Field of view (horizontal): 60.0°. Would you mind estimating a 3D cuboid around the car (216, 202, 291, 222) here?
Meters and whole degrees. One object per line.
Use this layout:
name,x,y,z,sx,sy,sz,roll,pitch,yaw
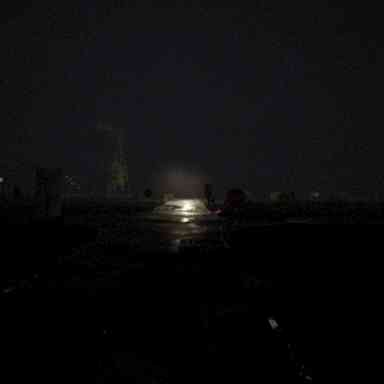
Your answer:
car,4.486,1.463,24.716,5.357,1.411,2.033,1,0,-1
